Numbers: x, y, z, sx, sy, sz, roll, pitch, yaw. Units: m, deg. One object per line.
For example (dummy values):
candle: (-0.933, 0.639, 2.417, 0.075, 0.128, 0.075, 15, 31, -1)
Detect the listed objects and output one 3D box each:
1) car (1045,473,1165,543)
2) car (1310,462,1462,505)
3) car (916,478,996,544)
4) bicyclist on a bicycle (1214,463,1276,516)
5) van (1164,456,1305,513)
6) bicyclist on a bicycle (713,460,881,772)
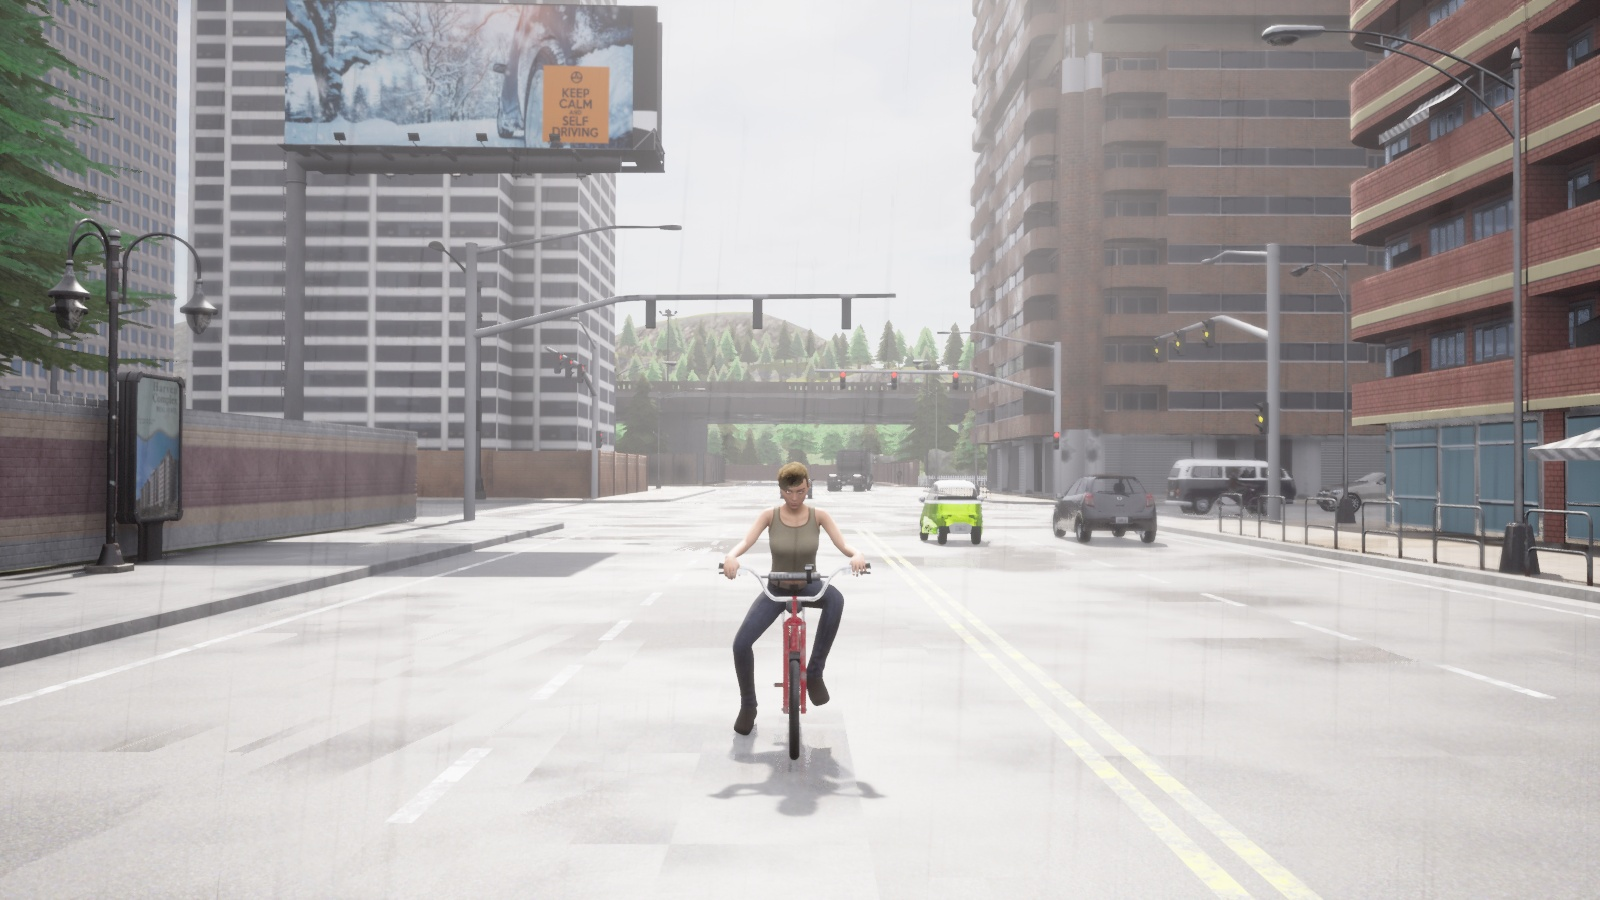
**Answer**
car: (6.923, 1.284, 28.835, 1.845, 1.501, 3.633, 0, -1, 0)
car: (23.241, 1.337, 49.939, 5.027, 1.651, 2.152, 0, -1, 0)
car: (3.426, 1.322, 27.811, 1.481, 1.376, 2.207, 0, -1, 0)
bicyclist on a bicycle: (15.211, 1.344, 42.960, 1.843, 1.776, 0.659, 0, -1, 0)
van: (16.007, 1.252, 46.460, 4.480, 2.038, 2.069, 0, -1, 0)
bicyclist on a bicycle: (-0.027, 0.873, 7.275, 0.866, 1.612, 1.509, 0, -1, -1)
